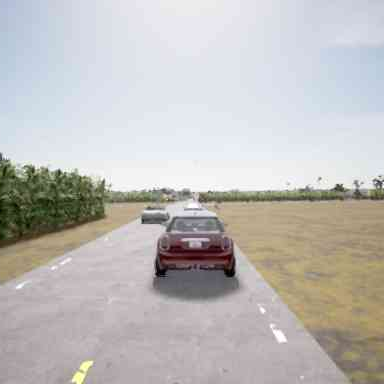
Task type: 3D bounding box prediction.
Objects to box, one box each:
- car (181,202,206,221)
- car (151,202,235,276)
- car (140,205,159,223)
[{"bbox_3d":[0.112,1.639,29.837,2.033,1.411,5.357,0,0,0],"label":"car"},{"bbox_3d":[0.093,1.372,10.580,2.097,1.767,4.553,0,0,0],"label":"car"},{"bbox_3d":[-2.840,1.670,26.105,1.895,1.301,4.718,0,0,0],"label":"car"}]
